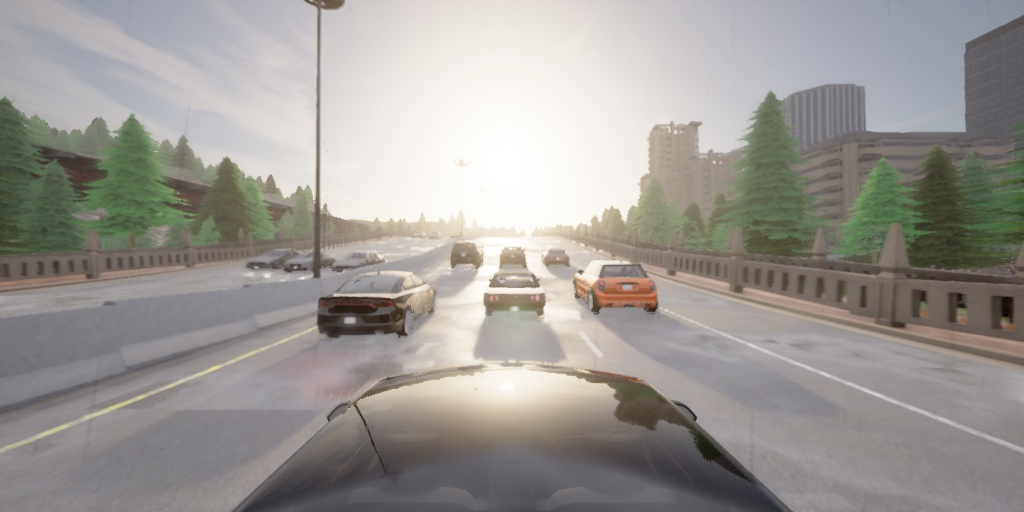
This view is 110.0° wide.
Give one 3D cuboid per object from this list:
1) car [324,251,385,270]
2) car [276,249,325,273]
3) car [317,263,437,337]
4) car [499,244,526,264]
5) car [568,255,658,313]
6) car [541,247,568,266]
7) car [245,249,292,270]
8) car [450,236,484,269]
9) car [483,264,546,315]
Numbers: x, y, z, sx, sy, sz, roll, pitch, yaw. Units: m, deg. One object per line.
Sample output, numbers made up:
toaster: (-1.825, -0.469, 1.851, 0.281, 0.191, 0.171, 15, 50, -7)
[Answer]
car: (-10.630, 0.368, 25.271, 2.033, 1.411, 5.357, 0, 5, 0)
car: (-14.129, 0.378, 25.362, 1.994, 1.385, 4.181, 0, 5, 0)
car: (-3.418, 1.143, 10.046, 1.882, 1.535, 5.008, 0, 2, 0)
car: (0.060, -0.179, 29.035, 2.097, 1.767, 4.553, 0, 6, 0)
car: (3.579, 0.913, 13.224, 2.097, 1.767, 4.553, 0, 2, 0)
car: (3.560, -0.029, 29.673, 1.994, 1.385, 4.181, 0, 6, 0)
car: (-17.632, 0.184, 27.340, 2.033, 1.411, 5.357, 0, 5, 0)
car: (-3.437, -0.229, 28.226, 2.150, 2.045, 5.566, 0, 6, 0)
car: (0.083, 1.181, 12.734, 1.895, 1.301, 4.718, 0, 2, 0)
